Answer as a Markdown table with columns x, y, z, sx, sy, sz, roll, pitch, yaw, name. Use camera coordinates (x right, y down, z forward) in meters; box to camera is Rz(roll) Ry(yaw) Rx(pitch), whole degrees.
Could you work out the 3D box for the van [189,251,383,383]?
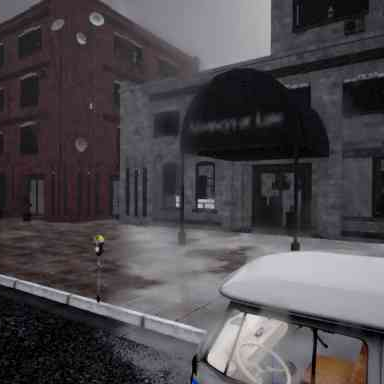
| x | y | z | sx | sy | sz | roll | pitch | yaw | name |
| --- | --- | --- | --- | --- | --- | --- | --- | --- | --- |
| 1.790 | 1.341 | 1.627 | 3.998 | 1.788 | 1.690 | 0 | 1 | 34 | van |
